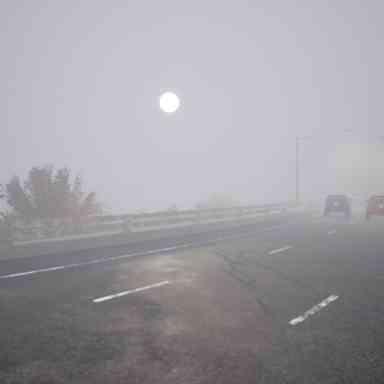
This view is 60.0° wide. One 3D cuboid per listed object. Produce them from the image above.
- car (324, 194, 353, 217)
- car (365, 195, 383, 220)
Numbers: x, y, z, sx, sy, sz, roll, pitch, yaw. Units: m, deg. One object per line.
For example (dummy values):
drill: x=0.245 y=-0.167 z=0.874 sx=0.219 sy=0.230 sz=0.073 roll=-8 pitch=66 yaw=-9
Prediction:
car: x=14.049 y=1.223 z=31.919 sx=2.150 sy=2.045 sz=5.566 roll=0 pitch=0 yaw=27
car: x=15.812 y=1.222 z=27.752 sx=2.150 sy=2.045 sz=5.566 roll=0 pitch=0 yaw=30
